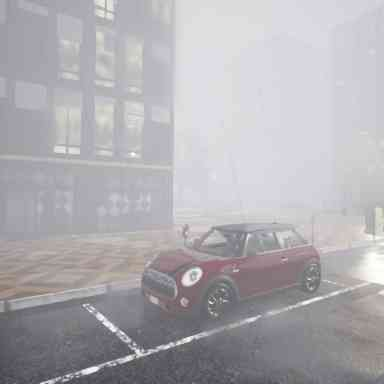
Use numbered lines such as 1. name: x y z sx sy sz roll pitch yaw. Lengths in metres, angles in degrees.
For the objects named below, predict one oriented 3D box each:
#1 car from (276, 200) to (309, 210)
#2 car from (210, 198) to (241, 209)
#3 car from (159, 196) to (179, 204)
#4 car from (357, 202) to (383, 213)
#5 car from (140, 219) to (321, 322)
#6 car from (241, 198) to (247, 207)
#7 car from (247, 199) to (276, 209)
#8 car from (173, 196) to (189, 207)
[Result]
1. car: 14.434 1.807 46.856 1.802 1.307 4.206 1 -1 -35
2. car: 4.315 1.678 46.638 2.008 1.369 4.403 1 -1 -35
3. car: -5.249 1.725 74.611 2.192 1.841 5.009 1 -1 -35
4. car: 20.995 1.730 37.606 1.947 1.339 4.313 1 -1 -35
5. car: 0.932 1.442 7.218 4.097 1.590 1.967 0 1 -36
6. car: 7.873 1.726 56.108 1.967 1.590 4.097 1 -1 -35
7. car: 11.154 1.800 51.482 1.887 1.381 4.507 1 -1 -35
8. car: -2.246 1.733 55.889 1.887 1.381 4.507 1 -1 -35
